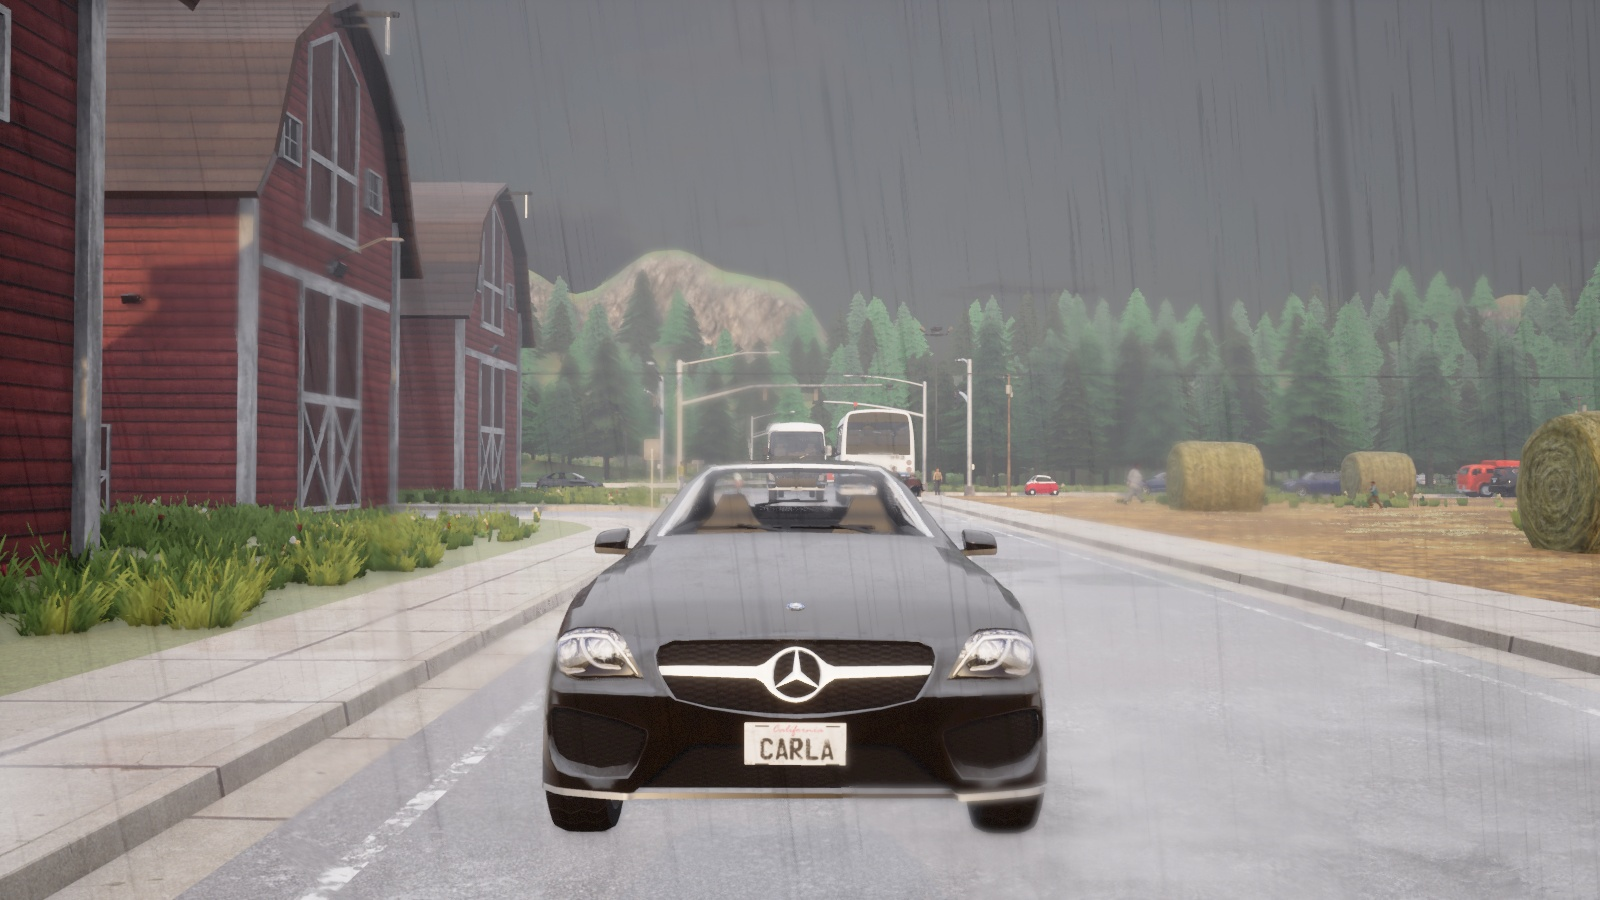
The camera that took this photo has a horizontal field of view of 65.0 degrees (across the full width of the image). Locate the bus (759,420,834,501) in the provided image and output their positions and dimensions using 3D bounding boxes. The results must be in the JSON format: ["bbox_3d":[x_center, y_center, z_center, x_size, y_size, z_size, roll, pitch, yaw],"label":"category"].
[{"bbox_3d":[-0.181,0.638,71.583,3.944,4.253,10.273,0,-1,0],"label":"bus"}]

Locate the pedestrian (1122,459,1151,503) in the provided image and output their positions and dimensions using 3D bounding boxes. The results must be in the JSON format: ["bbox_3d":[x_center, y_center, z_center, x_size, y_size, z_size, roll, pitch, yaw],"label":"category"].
[{"bbox_3d":[14.357,1.307,53.587,0.900,1.855,0.874,-1,-1,36],"label":"pedestrian"}]

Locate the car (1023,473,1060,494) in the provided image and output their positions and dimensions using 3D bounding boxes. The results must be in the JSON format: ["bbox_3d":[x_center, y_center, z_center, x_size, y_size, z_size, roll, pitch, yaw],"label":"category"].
[{"bbox_3d":[15.880,2.216,82.614,2.207,1.376,1.481,0,-1,1],"label":"car"}]

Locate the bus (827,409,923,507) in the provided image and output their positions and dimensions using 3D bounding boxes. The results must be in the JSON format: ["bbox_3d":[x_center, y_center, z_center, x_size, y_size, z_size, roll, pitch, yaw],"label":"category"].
[{"bbox_3d":[3.349,0.417,59.418,3.944,4.253,10.273,0,-1,0],"label":"bus"}]

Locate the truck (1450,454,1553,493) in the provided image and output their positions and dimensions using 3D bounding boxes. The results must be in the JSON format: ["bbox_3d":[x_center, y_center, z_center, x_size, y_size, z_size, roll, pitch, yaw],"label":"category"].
[{"bbox_3d":[45.808,1.547,82.138,5.204,2.467,2.627,0,-1,3],"label":"truck"}]

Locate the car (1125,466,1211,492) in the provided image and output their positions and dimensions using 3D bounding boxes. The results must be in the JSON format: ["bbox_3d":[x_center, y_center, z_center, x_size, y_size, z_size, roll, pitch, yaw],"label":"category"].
[{"bbox_3d":[24.154,1.905,82.490,5.027,1.651,2.152,0,-1,1],"label":"car"}]

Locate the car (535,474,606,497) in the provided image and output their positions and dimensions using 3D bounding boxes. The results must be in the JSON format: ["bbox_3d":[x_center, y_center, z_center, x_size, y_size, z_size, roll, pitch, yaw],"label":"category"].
[{"bbox_3d":[-14.528,2.246,79.589,4.193,1.474,1.816,0,-1,1],"label":"car"}]

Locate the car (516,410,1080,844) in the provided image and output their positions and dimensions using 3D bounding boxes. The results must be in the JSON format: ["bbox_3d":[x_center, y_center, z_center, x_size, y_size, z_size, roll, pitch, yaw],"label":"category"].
[{"bbox_3d":[-0.019,0.716,7.320,2.152,1.651,5.027,0,-1,0],"label":"car"}]

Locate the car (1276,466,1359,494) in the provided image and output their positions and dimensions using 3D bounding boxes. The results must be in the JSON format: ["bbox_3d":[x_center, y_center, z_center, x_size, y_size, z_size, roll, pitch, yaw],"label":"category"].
[{"bbox_3d":[33.914,1.943,82.336,4.553,1.767,2.097,0,-1,1],"label":"car"}]

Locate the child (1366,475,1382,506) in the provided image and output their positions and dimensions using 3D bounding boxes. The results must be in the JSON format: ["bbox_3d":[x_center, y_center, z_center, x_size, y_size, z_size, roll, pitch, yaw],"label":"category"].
[{"bbox_3d":[22.612,1.585,49.452,0.448,1.192,0.343,0,-1,0],"label":"child"}]

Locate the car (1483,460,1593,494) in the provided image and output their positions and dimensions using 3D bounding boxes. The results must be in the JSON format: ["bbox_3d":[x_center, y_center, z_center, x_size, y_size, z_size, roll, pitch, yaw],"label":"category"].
[{"bbox_3d":[46.188,1.693,78.649,5.566,2.045,2.150,0,-1,1],"label":"car"}]
